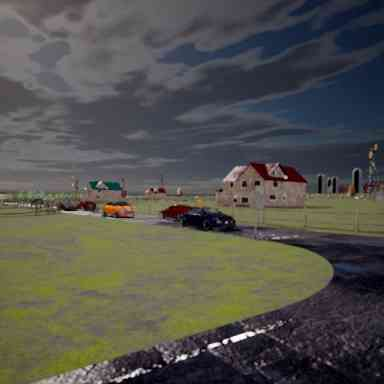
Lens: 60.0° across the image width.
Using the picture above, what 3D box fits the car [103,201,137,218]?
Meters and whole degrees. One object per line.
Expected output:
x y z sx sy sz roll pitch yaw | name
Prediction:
-7.315 1.687 33.791 2.097 1.767 4.553 2 -2 -36 | car

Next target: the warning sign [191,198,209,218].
0.757 1.496 31.687 1.300 1.860 1.060 2 -1 -36 | warning sign

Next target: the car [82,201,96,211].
-16.434 2.113 51.406 1.882 1.535 5.008 2 -1 -36 | car

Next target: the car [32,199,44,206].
-39.100 2.522 84.292 2.097 1.767 4.553 2 -2 -36 | car

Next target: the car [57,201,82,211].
-18.810 2.141 49.860 2.033 1.411 5.357 2 -2 -36 | car

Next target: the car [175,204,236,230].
0.989 1.734 22.270 1.994 1.385 4.181 2 -2 -36 | car

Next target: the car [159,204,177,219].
-1.228 1.854 30.394 1.812 1.442 4.674 2 -2 -36 | car
